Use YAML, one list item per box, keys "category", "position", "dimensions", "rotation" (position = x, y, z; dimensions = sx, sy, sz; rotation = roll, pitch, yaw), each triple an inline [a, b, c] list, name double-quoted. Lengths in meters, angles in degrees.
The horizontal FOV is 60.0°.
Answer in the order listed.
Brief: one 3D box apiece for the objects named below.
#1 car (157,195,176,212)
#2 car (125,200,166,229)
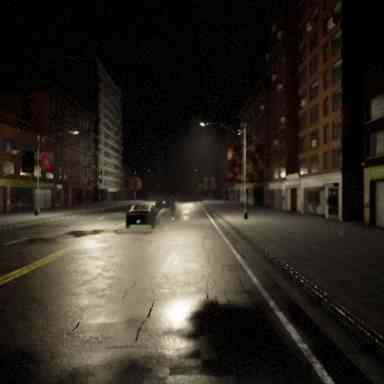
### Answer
- category: "car"
  position: [-3.149, 1.326, 40.429]
  dimensions: [2.150, 2.045, 5.566]
  rotation: [0, 0, 0]
- category: "car"
  position: [-3.151, 1.547, 22.000]
  dimensions: [2.128, 1.511, 4.902]
  rotation: [0, 0, 0]
